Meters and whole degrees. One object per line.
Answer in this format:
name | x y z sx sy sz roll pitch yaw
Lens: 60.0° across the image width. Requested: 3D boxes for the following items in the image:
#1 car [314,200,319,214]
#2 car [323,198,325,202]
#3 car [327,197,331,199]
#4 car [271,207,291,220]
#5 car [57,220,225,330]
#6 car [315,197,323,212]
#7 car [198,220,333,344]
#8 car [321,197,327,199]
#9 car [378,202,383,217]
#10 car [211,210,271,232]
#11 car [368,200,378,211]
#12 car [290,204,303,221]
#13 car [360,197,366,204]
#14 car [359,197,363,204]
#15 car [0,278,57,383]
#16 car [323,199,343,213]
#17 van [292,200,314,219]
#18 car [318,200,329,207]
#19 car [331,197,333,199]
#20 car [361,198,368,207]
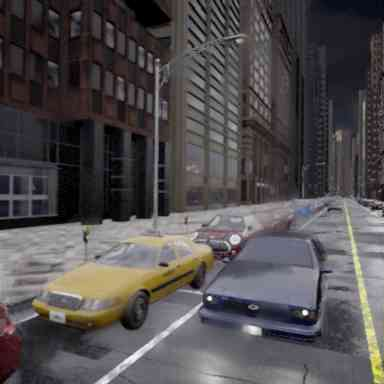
car | 13.052 1.926 37.846 1.802 1.307 4.206 1 0 25
car | 17.708 2.016 48.036 1.947 1.339 4.313 1 0 25
car | 24.695 1.925 63.321 2.192 1.841 5.009 1 0 25
car | 3.741 1.677 17.466 1.887 1.381 4.507 1 0 25
car | -0.985 1.551 7.122 1.752 1.417 4.829 1 0 25
car | 15.382 1.837 42.941 1.967 1.590 4.097 1 0 25
car | 1.961 1.605 7.172 2.033 1.411 5.357 0 0 24
car | 20.038 1.944 53.131 1.967 1.590 4.097 1 0 25
car | 20.812 1.849 34.312 1.967 1.590 4.097 1 0 25
car | 1.414 1.520 12.371 1.967 1.590 4.097 1 0 25
car | 27.795 2.113 49.597 1.887 1.381 4.507 1 0 25
car | 6.069 1.730 22.561 1.887 1.381 4.507 1 0 25
car | 37.106 2.349 69.978 1.947 1.339 4.313 1 0 25
car | 39.434 2.389 75.073 2.008 1.369 4.403 1 0 25
car | -3.244 1.556 2.181 1.802 1.307 4.206 1 0 25
car | 19.307 1.998 44.893 2.033 1.411 5.357 0 0 25
van | 10.728 1.633 32.752 1.690 1.788 3.998 1 0 25
car | 27.019 2.246 68.414 1.802 1.307 4.206 1 0 25
car | 29.351 2.033 73.511 2.192 1.841 5.009 1 0 25
car | 34.778 2.295 64.883 1.947 1.339 4.313 1 0 25
